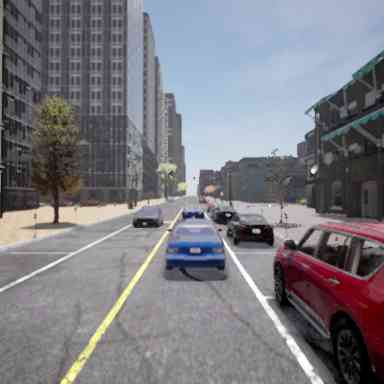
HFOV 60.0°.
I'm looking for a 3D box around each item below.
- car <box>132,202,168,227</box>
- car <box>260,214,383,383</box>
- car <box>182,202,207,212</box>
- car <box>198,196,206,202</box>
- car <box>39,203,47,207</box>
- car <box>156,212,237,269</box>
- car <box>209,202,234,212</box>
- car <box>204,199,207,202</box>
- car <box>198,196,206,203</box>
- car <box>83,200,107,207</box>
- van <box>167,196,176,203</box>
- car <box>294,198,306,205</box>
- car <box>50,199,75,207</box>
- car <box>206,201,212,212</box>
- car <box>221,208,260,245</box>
[{"bbox_3d":[-3.096,1.738,24.452,2.033,1.411,5.357,0,0,0],"label":"car"},{"bbox_3d":[2.708,1.357,5.104,2.192,1.841,5.009,1,0,0],"label":"car"},{"bbox_3d":[0.103,1.832,29.794,1.895,1.301,4.718,0,0,0],"label":"car"},{"bbox_3d":[2.718,2.052,81.403,1.967,1.590,4.097,1,0,0],"label":"car"},{"bbox_3d":[-28.612,2.164,59.681,4.829,1.417,1.752,-1,-1,1],"label":"car"},{"bbox_3d":[0.096,1.638,11.440,2.033,1.411,5.357,0,0,0],"label":"car"},{"bbox_3d":[2.707,1.776,27.011,1.947,1.339,4.313,1,0,0],"label":"car"},{"bbox_3d":[2.834,1.917,43.441,1.802,1.307,4.206,1,0,0],"label":"car"},{"bbox_3d":[2.723,2.009,92.752,2.192,1.841,5.009,1,0,0],"label":"car"},{"bbox_3d":[-17.415,2.113,59.572,4.206,1.307,1.802,-1,-1,1],"label":"car"},{"bbox_3d":[-5.659,1.994,87.041,1.690,1.788,3.998,1,0,0],"label":"van"},{"bbox_3d":[20.693,1.692,59.204,4.829,1.417,1.752,-1,-1,1],"label":"car"},{"bbox_3d":[-23.100,2.026,59.629,4.097,1.590,1.967,-1,-1,1],"label":"car"},{"bbox_3d":[2.709,1.803,32.489,2.008,1.369,4.403,1,0,0],"label":"car"},{"bbox_3d":[2.706,1.692,16.056,1.947,1.339,4.313,1,0,0],"label":"car"}]
